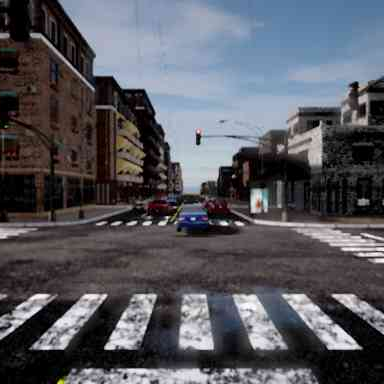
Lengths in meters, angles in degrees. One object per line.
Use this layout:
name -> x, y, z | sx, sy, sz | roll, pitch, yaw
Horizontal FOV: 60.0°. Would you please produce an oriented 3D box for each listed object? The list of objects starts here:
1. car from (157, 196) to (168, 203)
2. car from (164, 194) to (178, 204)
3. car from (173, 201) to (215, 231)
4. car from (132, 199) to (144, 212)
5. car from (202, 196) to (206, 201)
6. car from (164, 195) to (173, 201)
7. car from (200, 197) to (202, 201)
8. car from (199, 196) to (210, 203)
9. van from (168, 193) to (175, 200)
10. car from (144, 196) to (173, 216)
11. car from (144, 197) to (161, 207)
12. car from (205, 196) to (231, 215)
car -> -5.833, 1.447, 66.220 | 1.752, 1.417, 4.829 | 0, 0, 0
car -> -3.183, 1.478, 52.249 | 2.033, 1.411, 5.357 | 0, 0, 0
car -> 0.063, 1.483, 20.170 | 2.033, 1.411, 5.357 | 0, 0, 0
car -> -5.774, 1.493, 37.907 | 2.008, 1.369, 4.403 | 0, 0, 0
car -> 2.595, 1.519, 43.633 | 1.802, 1.307, 4.206 | 0, 0, 0
car -> -5.869, 1.443, 83.309 | 1.752, 1.417, 4.829 | -1, 0, 0
car -> 2.583, 1.483, 49.330 | 2.008, 1.369, 4.403 | 0, 0, 0
car -> 2.548, 1.472, 66.420 | 2.008, 1.369, 4.403 | -1, 0, 0
van -> -5.894, 1.260, 94.873 | 1.690, 1.788, 3.998 | -1, 0, 0
car -> -3.165, 1.425, 32.622 | 1.882, 1.535, 5.008 | 0, 0, 0
car -> -5.797, 1.483, 49.300 | 2.008, 1.369, 4.403 | 0, 0, 0
car -> 2.618, 1.388, 32.239 | 1.967, 1.590, 4.097 | 0, 0, 0
